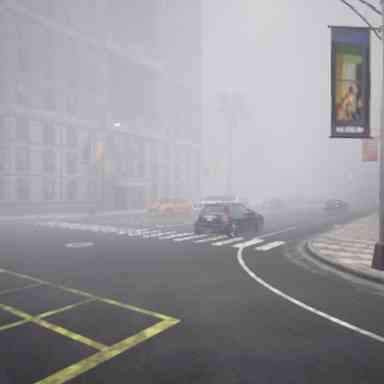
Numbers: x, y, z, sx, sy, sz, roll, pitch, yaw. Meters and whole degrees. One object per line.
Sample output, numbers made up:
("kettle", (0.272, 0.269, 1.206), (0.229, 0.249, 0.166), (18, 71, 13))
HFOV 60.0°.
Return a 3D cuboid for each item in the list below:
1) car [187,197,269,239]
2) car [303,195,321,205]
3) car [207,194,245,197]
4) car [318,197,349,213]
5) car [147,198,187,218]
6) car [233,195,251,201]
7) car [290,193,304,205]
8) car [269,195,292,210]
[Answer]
("car", (2.064, 1.333, 17.574), (2.097, 1.767, 4.553), (0, 0, 35))
("car", (20.994, 1.513, 56.095), (2.033, 1.411, 5.357), (0, 0, 36))
("car", (2.391, 1.187, 30.351), (2.150, 2.045, 5.566), (0, 0, 35))
("car", (16.359, 1.530, 37.700), (2.033, 1.411, 5.357), (0, 0, 36))
("car", (-2.018, 1.310, 30.175), (2.097, 1.767, 4.553), (0, 0, 35))
("car", (12.984, 1.466, 86.324), (4.181, 1.385, 1.994), (0, 0, 33))
("car", (18.077, 1.174, 58.034), (2.150, 2.045, 5.566), (0, 0, 36))
("car", (10.219, 1.458, 41.311), (2.128, 1.511, 4.902), (0, 0, 36))
